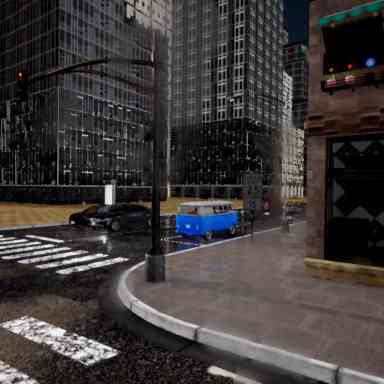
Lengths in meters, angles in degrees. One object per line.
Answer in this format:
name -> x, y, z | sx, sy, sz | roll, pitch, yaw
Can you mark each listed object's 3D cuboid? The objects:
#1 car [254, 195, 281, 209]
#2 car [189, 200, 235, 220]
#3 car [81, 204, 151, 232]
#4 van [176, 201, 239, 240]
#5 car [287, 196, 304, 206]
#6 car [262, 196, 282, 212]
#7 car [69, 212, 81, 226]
car -> 10.136, 1.293, 44.380 | 1.967, 1.590, 4.097 | 1, 1, 36
car -> 1.781, 1.485, 28.223 | 1.994, 1.385, 4.181 | 1, 1, 35
car -> -3.995, 1.466, 20.115 | 1.812, 1.442, 4.674 | 1, 1, 37
van -> 0.891, 1.368, 16.993 | 1.690, 1.788, 3.998 | 1, 1, 36
car -> 16.464, 1.363, 53.250 | 1.752, 1.417, 4.829 | 1, 1, 36
car -> 8.417, 1.254, 37.488 | 2.097, 1.767, 4.553 | 1, 1, 36
car -> -5.933, 1.467, 21.864 | 1.947, 1.339, 4.313 | 1, 1, 36
